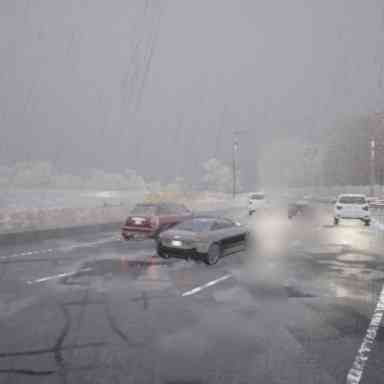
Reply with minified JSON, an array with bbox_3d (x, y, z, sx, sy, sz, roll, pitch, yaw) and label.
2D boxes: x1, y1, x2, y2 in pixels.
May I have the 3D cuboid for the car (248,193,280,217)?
[{"bbox_3d":[6.760,1.108,30.858,2.150,2.045,5.566,1,0,23],"label":"car"}]

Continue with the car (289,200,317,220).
[{"bbox_3d":[9.214,1.434,27.701,1.837,1.490,4.892,1,0,23],"label":"car"}]

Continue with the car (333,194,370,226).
[{"bbox_3d":[11.453,1.193,23.906,2.150,2.045,5.566,1,0,24],"label":"car"}]

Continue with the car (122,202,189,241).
[{"bbox_3d":[-1.047,1.251,15.372,2.097,1.767,4.553,1,0,32],"label":"car"}]

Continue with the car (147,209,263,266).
[{"bbox_3d":[0.657,1.501,11.583,1.994,1.385,4.181,1,0,34],"label":"car"}]
